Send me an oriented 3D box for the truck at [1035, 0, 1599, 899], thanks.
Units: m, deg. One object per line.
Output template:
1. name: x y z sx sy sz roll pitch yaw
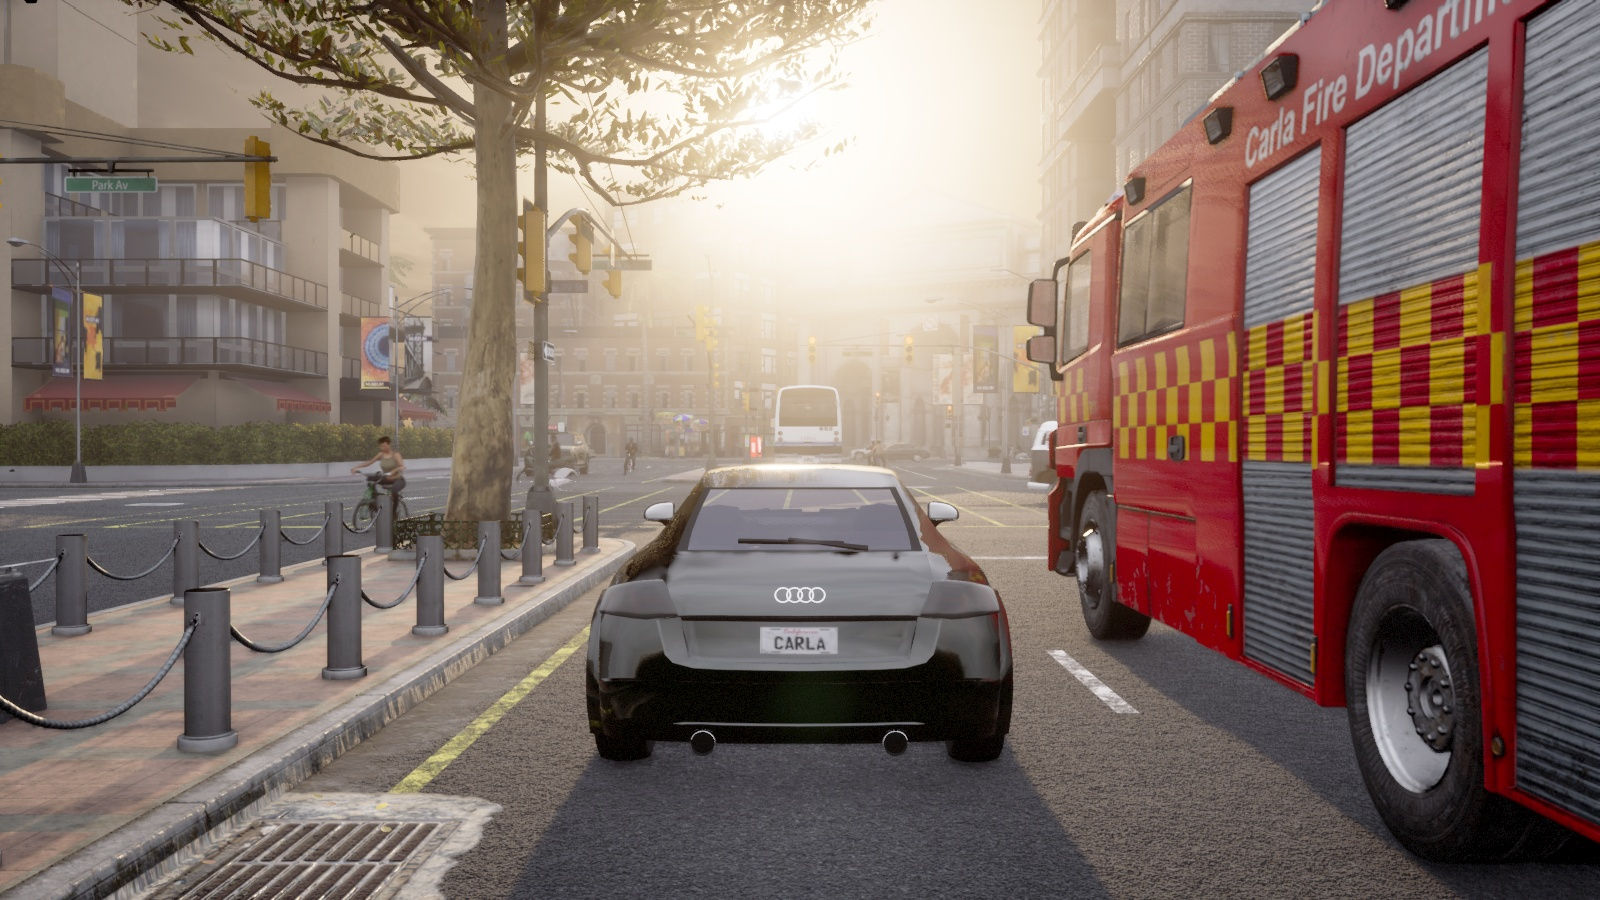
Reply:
1. truck: 3.562 -0.458 7.198 2.891 3.827 8.468 0 0 0

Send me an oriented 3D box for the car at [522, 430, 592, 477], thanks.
1. car: -11.115 0.130 57.873 2.150 2.045 5.566 0 0 0

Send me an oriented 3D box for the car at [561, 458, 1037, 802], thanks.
1. car: 0.005 0.769 7.352 1.994 1.385 4.181 0 0 0

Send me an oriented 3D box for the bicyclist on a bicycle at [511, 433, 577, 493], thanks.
1. bicyclist on a bicycle: -7.687 0.398 37.703 1.843 1.776 0.659 0 0 0

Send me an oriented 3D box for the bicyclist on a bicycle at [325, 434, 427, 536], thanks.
1. bicyclist on a bicycle: -7.030 0.559 20.894 0.866 1.612 1.509 2 1 17

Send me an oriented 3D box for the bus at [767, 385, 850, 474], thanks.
1. bus: 0.433 -0.997 65.120 3.944 4.253 10.273 0 0 0

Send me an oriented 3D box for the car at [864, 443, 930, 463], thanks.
1. car: 7.382 0.217 95.760 4.892 1.490 1.837 0 0 1

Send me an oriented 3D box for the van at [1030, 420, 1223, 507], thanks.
1. van: 7.972 0.301 30.997 4.480 2.038 2.069 0 1 12
